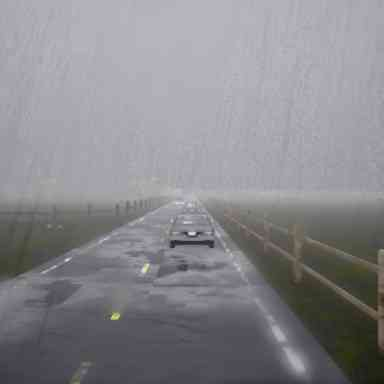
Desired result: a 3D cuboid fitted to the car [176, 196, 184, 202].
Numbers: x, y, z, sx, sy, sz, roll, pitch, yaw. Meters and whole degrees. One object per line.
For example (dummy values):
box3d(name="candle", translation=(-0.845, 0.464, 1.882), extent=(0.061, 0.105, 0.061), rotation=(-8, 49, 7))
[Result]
box3d(name="car", translation=(-2.750, 1.520, 76.656), extent=(1.895, 1.301, 4.718), rotation=(0, 0, 0))

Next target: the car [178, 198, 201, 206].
box3d(name="car", translation=(0.000, 1.562, 29.650), extent=(2.033, 1.411, 5.357), rotation=(0, 0, 0))

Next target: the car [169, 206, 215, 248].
box3d(name="car", translation=(0.000, 1.563, 14.650), extent=(2.033, 1.411, 5.357), rotation=(0, 0, 0))
